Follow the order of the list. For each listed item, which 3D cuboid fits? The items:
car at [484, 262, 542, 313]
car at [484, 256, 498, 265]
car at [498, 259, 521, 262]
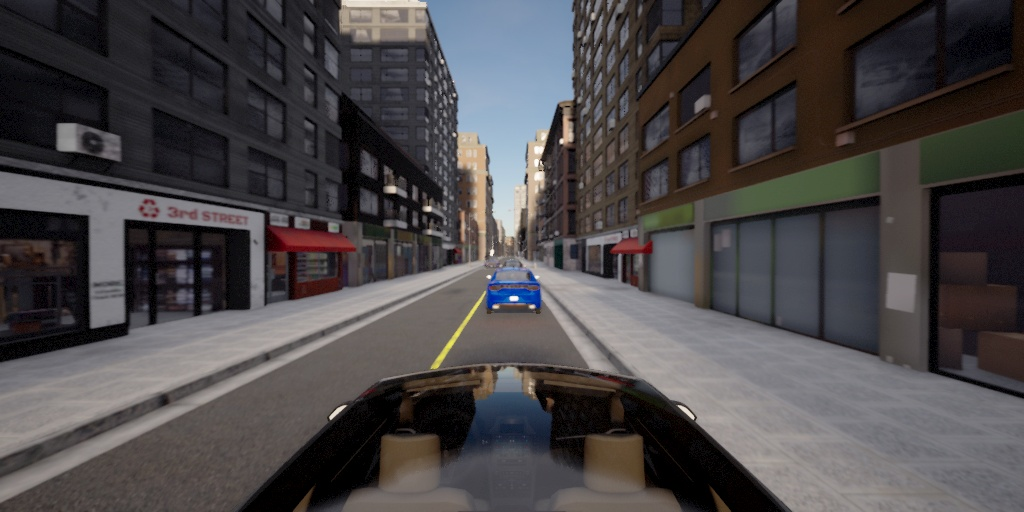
[{"bbox_3d":[0.048,1.163,13.746,1.882,1.535,5.008,0,1,0],"label":"car"},{"bbox_3d":[-2.828,0.811,51.511,2.097,1.767,4.553,0,0,0],"label":"car"},{"bbox_3d":[0.072,1.103,29.202,1.837,1.490,4.892,0,1,0],"label":"car"}]
